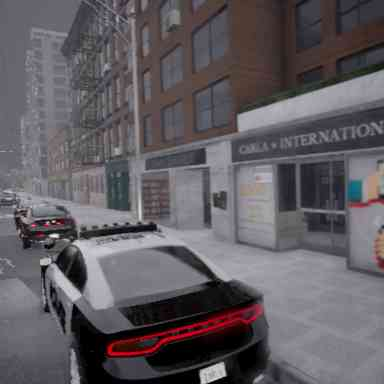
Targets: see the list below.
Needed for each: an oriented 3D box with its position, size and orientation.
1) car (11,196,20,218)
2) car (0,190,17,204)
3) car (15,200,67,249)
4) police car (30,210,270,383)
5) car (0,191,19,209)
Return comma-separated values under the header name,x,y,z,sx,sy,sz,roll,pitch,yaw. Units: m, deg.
name,x,y,z,sx,sy,sz,roll,pitch,yaw
car,-8.969,1.167,18.845,1.882,1.535,5.008,-3,2,-30
car,-26.809,0.685,48.360,2.097,1.767,4.553,-3,2,-30
car,-6.000,1.260,13.632,1.837,1.490,4.892,-3,2,-30
police car,-1.111,1.287,5.034,1.930,1.638,5.238,-3,2,-30
car,-20.549,0.831,37.410,2.097,1.767,4.553,-3,2,-29
